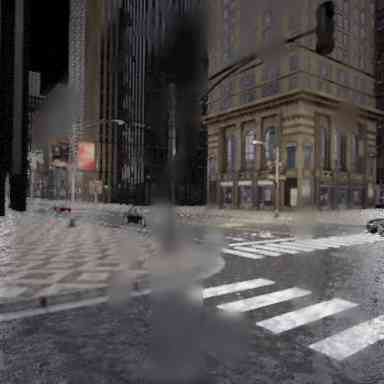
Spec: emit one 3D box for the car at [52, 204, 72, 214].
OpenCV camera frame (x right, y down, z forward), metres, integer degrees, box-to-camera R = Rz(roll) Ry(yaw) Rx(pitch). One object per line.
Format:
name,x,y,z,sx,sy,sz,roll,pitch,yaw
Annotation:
car,-17.860,2.272,45.782,1.895,1.301,4.718,1,-1,-35

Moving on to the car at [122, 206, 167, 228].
car,-3.746,1.883,25.772,2.128,1.511,4.902,1,-1,-35

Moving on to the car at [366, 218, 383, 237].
car,12.480,1.783,18.577,4.902,1.511,2.128,-2,0,35
